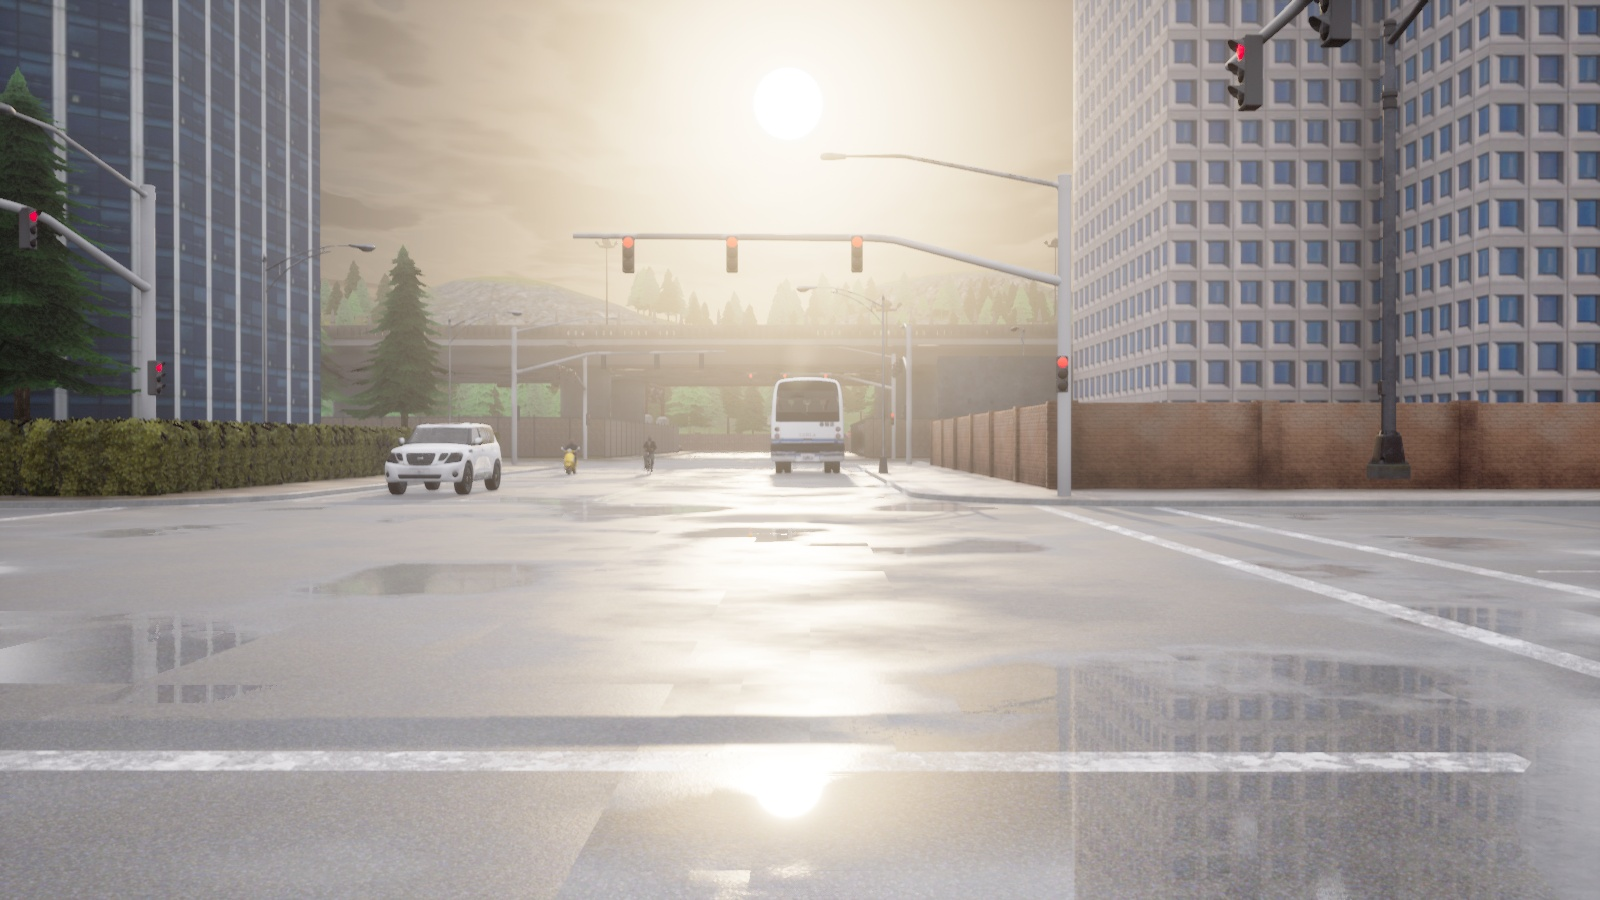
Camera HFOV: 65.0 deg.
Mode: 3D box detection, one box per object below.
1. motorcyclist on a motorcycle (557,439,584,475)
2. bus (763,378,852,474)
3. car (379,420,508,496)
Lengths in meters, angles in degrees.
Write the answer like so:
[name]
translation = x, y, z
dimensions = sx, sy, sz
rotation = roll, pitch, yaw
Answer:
[motorcyclist on a motorcycle]
translation = -10.162, 0.308, 55.673
dimensions = 0.866, 1.590, 1.817
rotation = 0, 0, 0
[bus]
translation = 0.368, -1.048, 60.632
dimensions = 3.944, 4.253, 10.273
rotation = 0, 0, 0
[car]
translation = -10.273, 0.205, 36.692
dimensions = 2.150, 2.045, 5.566
rotation = 0, 0, 0
